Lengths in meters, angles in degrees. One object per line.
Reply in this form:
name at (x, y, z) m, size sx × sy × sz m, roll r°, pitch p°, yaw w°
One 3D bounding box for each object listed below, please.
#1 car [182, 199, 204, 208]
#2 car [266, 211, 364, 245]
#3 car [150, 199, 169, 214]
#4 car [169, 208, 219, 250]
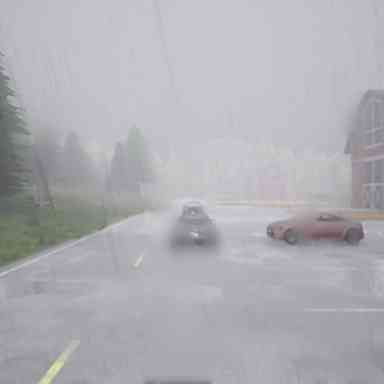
car at (0.085, 1.609, 30.251) m, size 1.812 × 1.442 × 4.674 m, roll 0°, pitch 0°, yaw 0°
car at (5.559, 1.593, 15.322) m, size 4.181 × 1.381 × 1.994 m, roll 0°, pitch 0°, yaw -1°
car at (-3.595, 1.580, 37.321) m, size 1.882 × 1.535 × 5.008 m, roll 0°, pitch 0°, yaw 0°
car at (0.087, 1.604, 14.566) m, size 1.994 × 1.385 × 4.181 m, roll 0°, pitch 0°, yaw 0°
